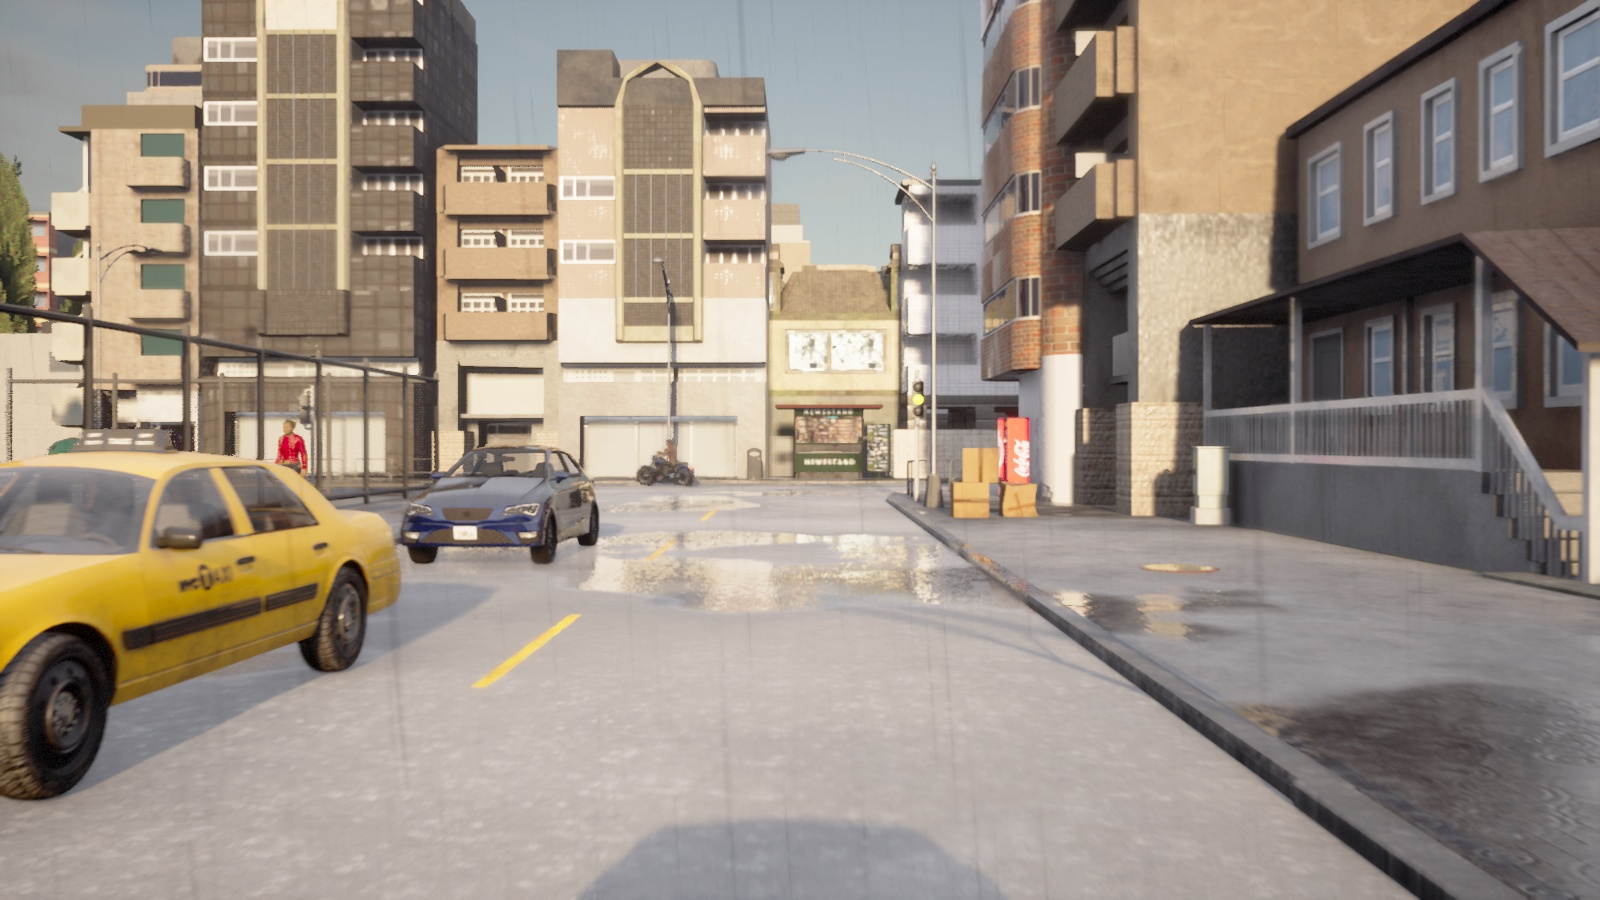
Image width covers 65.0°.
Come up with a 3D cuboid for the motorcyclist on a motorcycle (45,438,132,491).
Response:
[{"bbox_3d":[-22.678,0.453,40.066,2.350,1.649,0.766,0,0,0],"label":"motorcyclist on a motorcycle"}]

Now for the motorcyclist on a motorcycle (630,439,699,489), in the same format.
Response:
[{"bbox_3d":[-4.651,0.451,42.910,2.350,1.649,0.766,0,2,32],"label":"motorcyclist on a motorcycle"}]

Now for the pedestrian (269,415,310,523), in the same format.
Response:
[{"bbox_3d":[-8.871,0.326,21.821,0.331,1.846,0.636,0,0,17],"label":"pedestrian"}]

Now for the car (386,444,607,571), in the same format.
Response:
[{"bbox_3d":[-3.866,0.663,16.732,1.816,1.474,4.193,0,0,2],"label":"car"}]

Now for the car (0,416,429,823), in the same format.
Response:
[{"bbox_3d":[-3.885,0.643,7.022,1.801,1.575,5.366,0,0,3],"label":"car"}]
